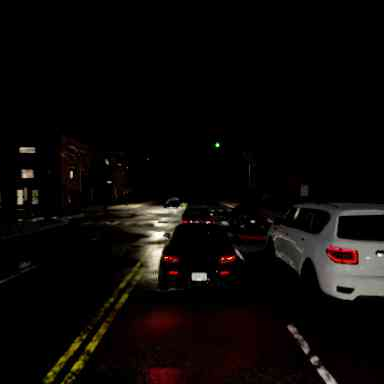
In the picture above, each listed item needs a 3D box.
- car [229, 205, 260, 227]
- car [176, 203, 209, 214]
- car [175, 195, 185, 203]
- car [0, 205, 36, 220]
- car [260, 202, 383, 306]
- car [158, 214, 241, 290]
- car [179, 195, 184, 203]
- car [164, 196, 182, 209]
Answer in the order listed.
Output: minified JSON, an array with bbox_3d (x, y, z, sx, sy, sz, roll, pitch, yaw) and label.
[{"bbox_3d":[3.514,1.546,21.545,1.882,1.535,5.008,0,0,0],"label":"car"},{"bbox_3d":[0.245,1.609,19.436,2.033,1.411,5.357,0,0,0],"label":"car"},{"bbox_3d":[-2.779,1.605,77.828,2.097,1.767,4.553,0,0,0],"label":"car"},{"bbox_3d":[-17.950,1.922,31.913,5.357,1.411,2.033,-1,0,-1],"label":"car"},{"bbox_3d":[3.406,1.250,8.208,2.150,2.045,5.566,0,0,0],"label":"car"},{"bbox_3d":[0.168,1.554,9.030,1.812,1.442,4.674,0,0,1],"label":"car"},{"bbox_3d":[-2.947,1.676,57.829,2.128,1.511,4.902,0,0,1],"label":"car"},{"bbox_3d":[-2.999,1.719,49.050,1.994,1.385,4.181,0,0,0],"label":"car"}]
